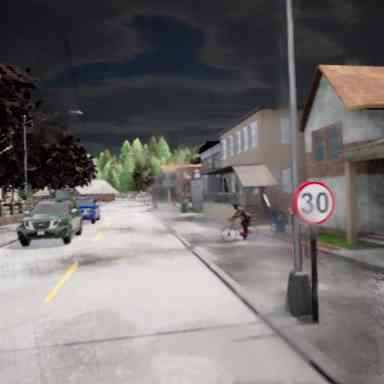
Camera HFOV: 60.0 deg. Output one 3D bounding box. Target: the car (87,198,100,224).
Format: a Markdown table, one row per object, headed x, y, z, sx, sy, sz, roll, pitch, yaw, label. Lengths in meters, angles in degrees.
| x | y | z | sx | sy | sz | roll | pitch | yaw | label |
| --- | --- | --- | --- | --- | --- | --- | --- | --- | --- |
| -9.006 | 1.536 | 27.838 | 2.150 | 2.045 | 5.566 | -2 | 0 | -10 | car |

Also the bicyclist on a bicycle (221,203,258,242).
| x | y | z | sx | sy | sz | roll | pitch | yaw | label |
| --- | --- | --- | --- | --- | --- | --- | --- | --- | --- |
| 2.009 | 1.293 | 14.034 | 1.656 | 1.620 | 0.582 | -2 | 0 | -10 | bicyclist on a bicycle |

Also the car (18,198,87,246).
| x | y | z | sx | sy | sz | roll | pitch | yaw | label |
| --- | --- | --- | --- | --- | --- | --- | --- | --- | --- |
| -7.109 | 1.466 | 17.275 | 2.150 | 2.045 | 5.566 | -2 | 0 | -10 | car |
